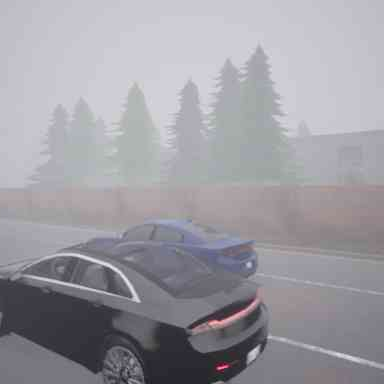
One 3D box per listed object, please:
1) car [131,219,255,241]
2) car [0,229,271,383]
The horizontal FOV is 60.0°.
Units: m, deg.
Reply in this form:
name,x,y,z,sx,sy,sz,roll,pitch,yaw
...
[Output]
name,x,y,z,sx,sy,sz,roll,pitch,yaw
car,-0.746,1.459,8.828,5.008,1.535,1.882,0,0,36
car,-1.314,1.480,4.931,4.902,1.511,2.128,0,0,36
